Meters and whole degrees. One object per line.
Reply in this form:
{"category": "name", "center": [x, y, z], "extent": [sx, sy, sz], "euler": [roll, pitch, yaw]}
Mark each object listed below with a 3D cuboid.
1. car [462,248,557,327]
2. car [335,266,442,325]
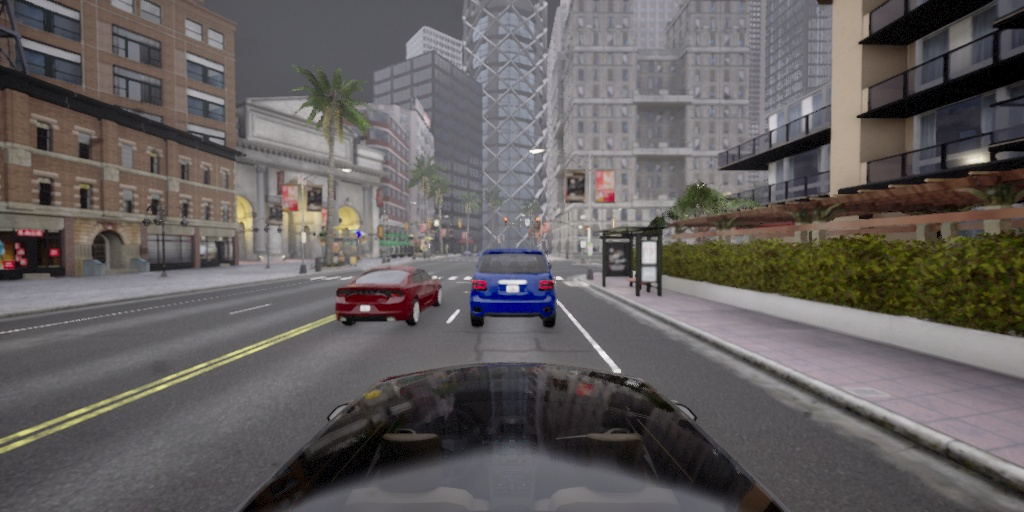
{"category": "car", "center": [0.052, 0.774, 10.809], "extent": [2.150, 2.045, 5.566], "euler": [0, 1, 1]}
{"category": "car", "center": [-3.443, 1.027, 10.924], "extent": [1.882, 1.535, 5.008], "euler": [0, 1, 0]}
